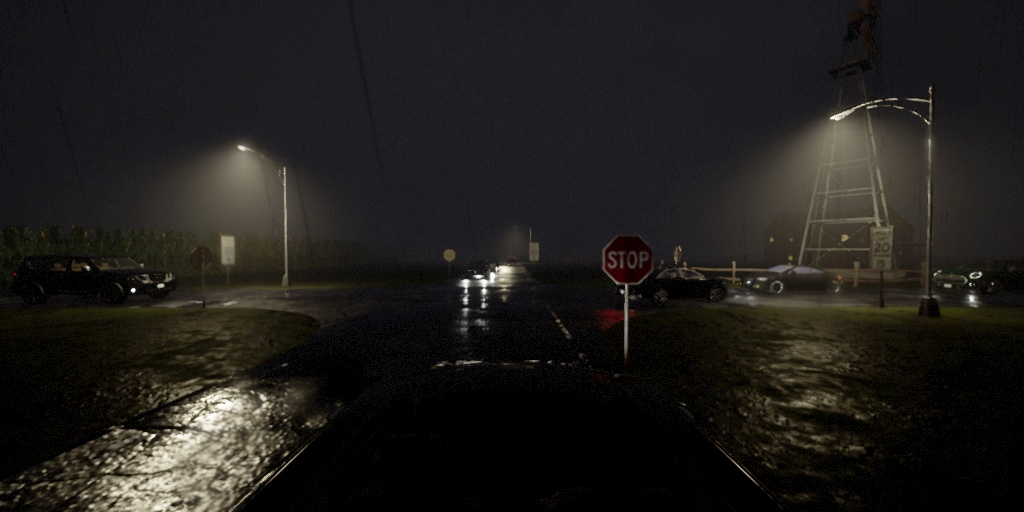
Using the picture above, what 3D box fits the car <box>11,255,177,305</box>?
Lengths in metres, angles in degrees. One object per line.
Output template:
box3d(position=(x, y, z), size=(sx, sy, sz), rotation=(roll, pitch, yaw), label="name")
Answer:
box3d(position=(-18.104, 0.962, 15.673), size=(5.566, 2.045, 2.150), rotation=(0, 1, 0), label="car")

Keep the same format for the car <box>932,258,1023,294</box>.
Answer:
box3d(position=(23.956, 0.894, 17.780), size=(4.553, 1.767, 2.097), rotation=(0, 1, 2), label="car")

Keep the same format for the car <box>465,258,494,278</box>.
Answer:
box3d(position=(-2.888, 1.063, 31.259), size=(1.837, 1.490, 4.892), rotation=(0, 0, 2), label="car")

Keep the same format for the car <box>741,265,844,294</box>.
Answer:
box3d(position=(13.976, 1.138, 18.084), size=(4.181, 1.385, 1.994), rotation=(0, 1, 3), label="car")

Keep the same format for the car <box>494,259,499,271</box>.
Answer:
box3d(position=(-2.837, 1.091, 41.040), size=(1.895, 1.301, 4.718), rotation=(0, 0, 0), label="car")

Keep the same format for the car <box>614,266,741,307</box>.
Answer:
box3d(position=(6.625, 1.157, 14.847), size=(4.902, 1.511, 2.128), rotation=(-1, 1, -20), label="car")

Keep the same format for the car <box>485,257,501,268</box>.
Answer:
box3d(position=(-2.811, 0.952, 52.993), size=(2.033, 1.411, 5.357), rotation=(0, 0, 0), label="car")
